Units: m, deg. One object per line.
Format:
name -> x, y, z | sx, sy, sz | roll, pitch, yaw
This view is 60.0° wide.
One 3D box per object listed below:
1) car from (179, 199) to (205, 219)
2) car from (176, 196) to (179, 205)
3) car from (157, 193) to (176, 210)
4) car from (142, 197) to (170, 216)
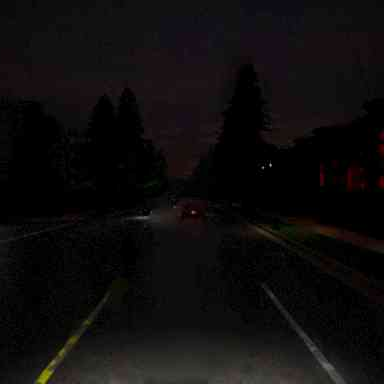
car -> 0.095, 1.460, 28.946 | 1.882, 1.535, 5.008 | 0, 0, 0
car -> -3.585, 1.320, 53.410 | 2.097, 1.767, 4.553 | 0, 0, 0
car -> -3.600, 1.195, 43.142 | 2.150, 2.045, 5.566 | 0, 0, 0
car -> -3.604, 1.528, 32.476 | 2.033, 1.411, 5.357 | 0, 0, 0
